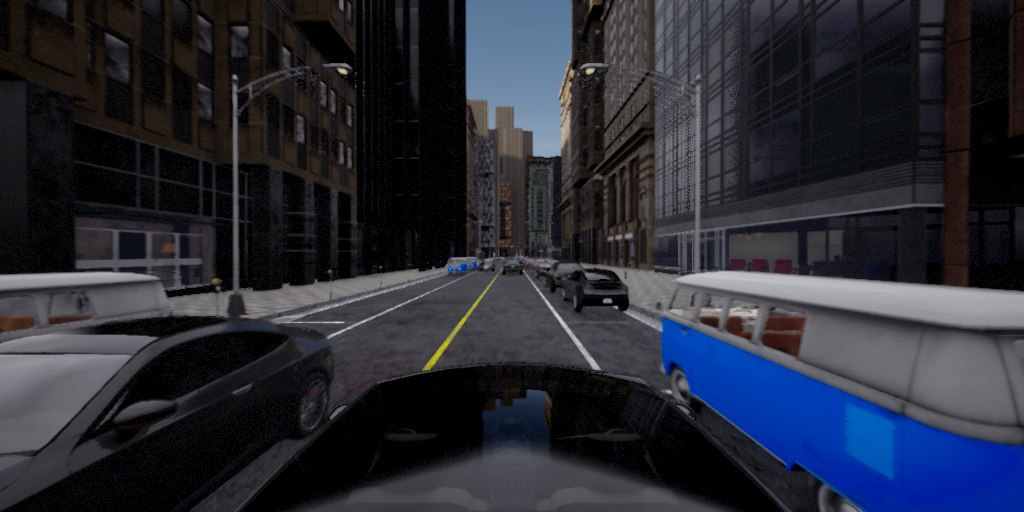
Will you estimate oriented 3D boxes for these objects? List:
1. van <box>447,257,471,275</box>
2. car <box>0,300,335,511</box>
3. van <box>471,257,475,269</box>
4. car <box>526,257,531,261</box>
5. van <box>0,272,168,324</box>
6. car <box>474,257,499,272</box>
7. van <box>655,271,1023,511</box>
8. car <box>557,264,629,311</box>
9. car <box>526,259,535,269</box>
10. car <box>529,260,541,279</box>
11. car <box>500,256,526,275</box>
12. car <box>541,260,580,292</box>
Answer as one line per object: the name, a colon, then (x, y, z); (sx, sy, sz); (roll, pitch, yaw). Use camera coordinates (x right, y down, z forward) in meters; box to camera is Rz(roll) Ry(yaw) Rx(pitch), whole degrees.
van: (-5.658, 1.051, 37.330); (1.690, 1.789, 3.998); (0, 0, 0)
car: (-3.101, 1.275, 2.704); (1.812, 1.442, 4.674); (0, 0, 0)
van: (-5.654, 1.037, 48.628); (1.690, 1.789, 3.998); (0, 0, 0)
car: (2.873, 1.129, 54.280); (1.967, 1.591, 4.097); (0, 0, 0)
van: (-5.668, 1.090, 3.437); (1.690, 1.789, 3.998); (0, 0, 0)
car: (-3.071, 1.192, 44.838); (2.128, 1.511, 4.902); (0, 0, 0)
van: (2.857, 1.089, 3.441); (1.690, 1.789, 3.998); (0, 0, 0)
car: (3.149, 1.241, 14.249); (1.837, 1.490, 4.892); (0, 0, 0)
car: (2.867, 1.260, 37.334); (2.007, 1.370, 4.403); (0, 0, 0)
car: (2.866, 1.267, 31.685); (2.007, 1.370, 4.403); (0, 0, 0)
car: (0.078, 1.060, 38.536); (2.097, 1.767, 4.553); (0, 0, 0)
car: (3.119, 1.082, 21.219); (2.097, 1.767, 4.553); (0, 0, 0)
